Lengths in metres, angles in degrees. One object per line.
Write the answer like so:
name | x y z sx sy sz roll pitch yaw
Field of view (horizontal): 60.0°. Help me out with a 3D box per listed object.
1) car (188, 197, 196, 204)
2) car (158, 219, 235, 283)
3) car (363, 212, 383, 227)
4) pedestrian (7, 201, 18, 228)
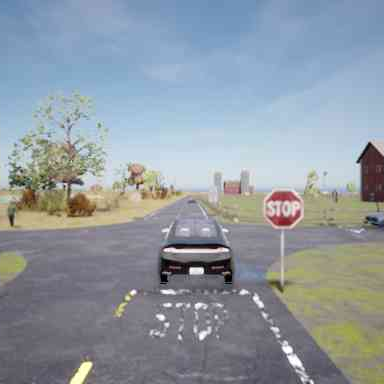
car | -0.006 1.833 73.981 2.033 1.411 5.357 0 0 0
car | 0.099 1.531 9.754 2.128 1.511 4.902 0 0 0
car | 12.965 1.405 19.263 5.357 1.411 2.033 -1 0 2
pedestrian | -12.160 1.504 22.446 0.375 1.860 0.375 0 1 0
